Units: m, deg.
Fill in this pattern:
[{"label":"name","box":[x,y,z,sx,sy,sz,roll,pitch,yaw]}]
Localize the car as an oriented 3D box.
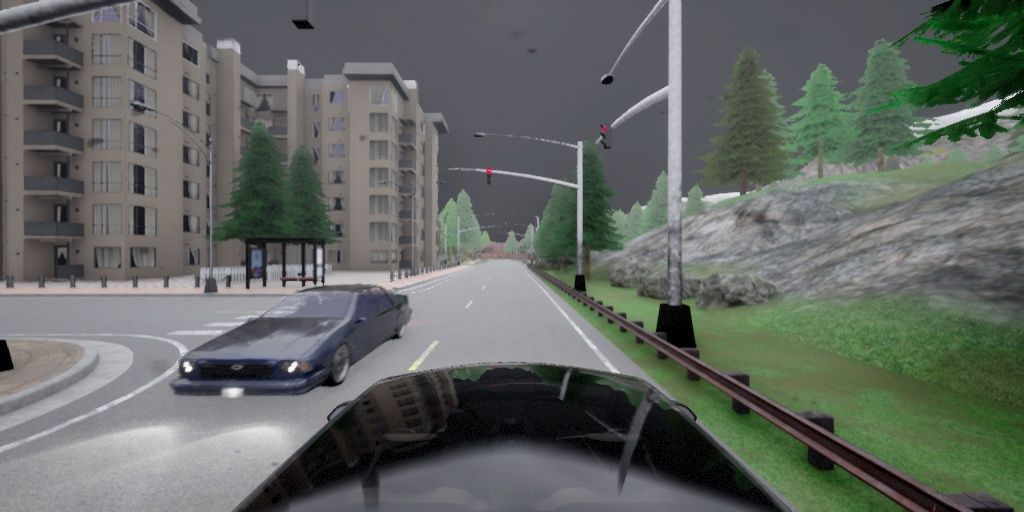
[{"label":"car","box":[-3.496,1.302,7.148,2.033,1.411,5.357,0,1,0]}]
